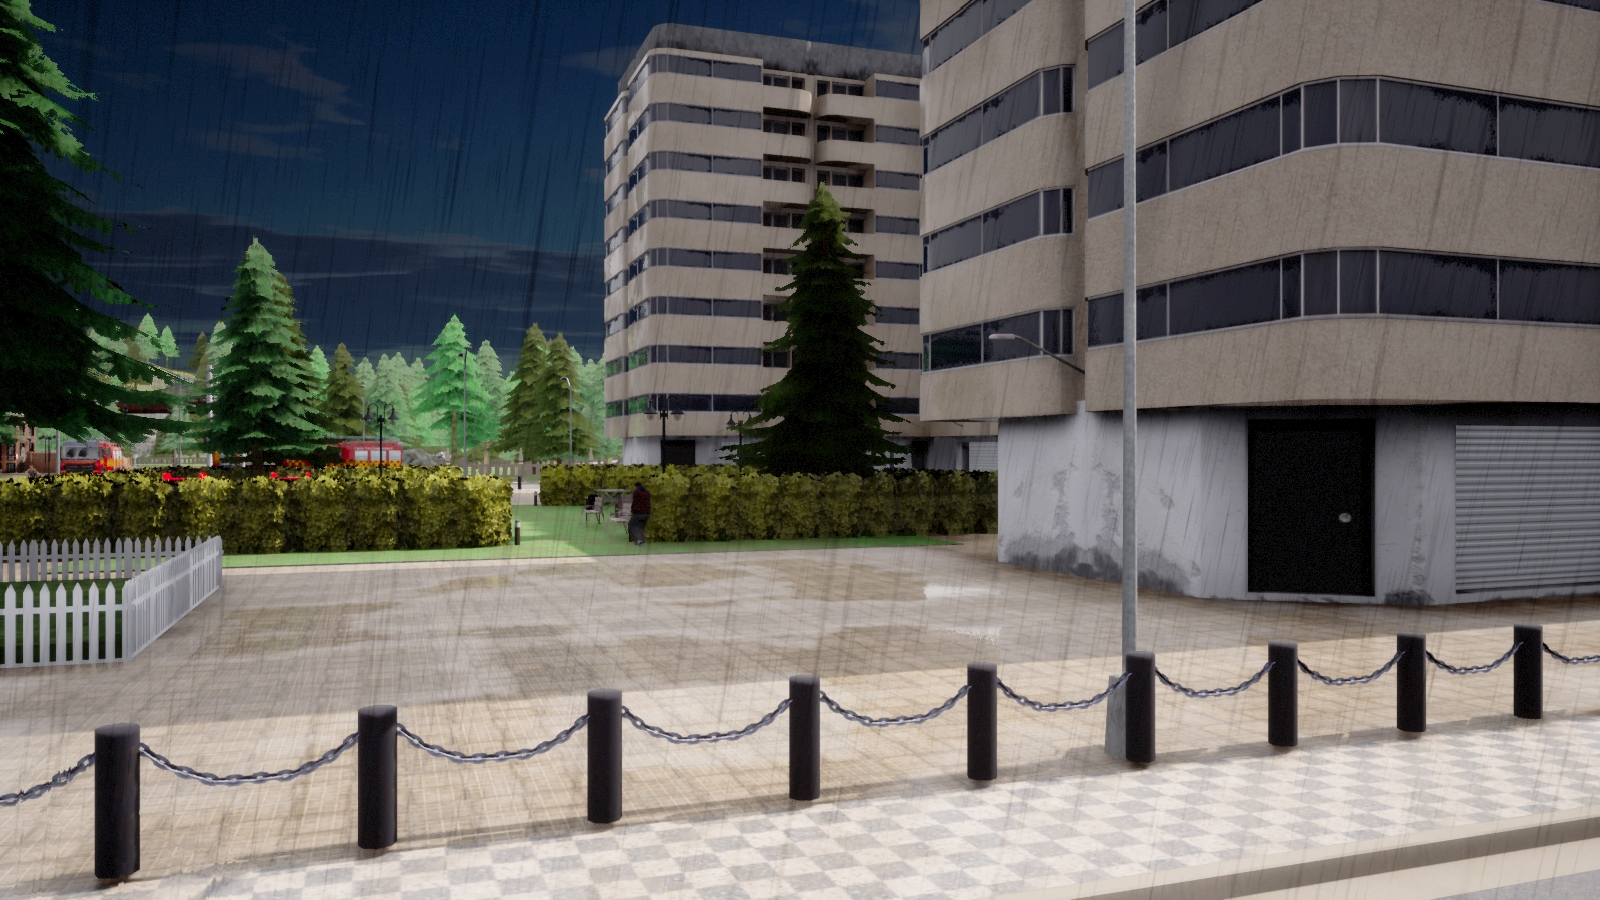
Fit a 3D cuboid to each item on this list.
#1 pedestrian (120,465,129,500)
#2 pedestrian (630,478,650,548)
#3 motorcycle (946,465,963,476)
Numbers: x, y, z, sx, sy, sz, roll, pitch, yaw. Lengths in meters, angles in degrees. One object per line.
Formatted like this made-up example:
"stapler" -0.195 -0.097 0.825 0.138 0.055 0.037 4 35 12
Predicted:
"pedestrian" -35.340 1.695 59.786 0.375 1.860 0.375 0 0 -24
"pedestrian" -4.285 1.677 30.619 0.375 1.860 0.375 0 0 42
"motorcycle" 16.084 2.131 119.009 0.803 1.199 2.033 0 0 -20
